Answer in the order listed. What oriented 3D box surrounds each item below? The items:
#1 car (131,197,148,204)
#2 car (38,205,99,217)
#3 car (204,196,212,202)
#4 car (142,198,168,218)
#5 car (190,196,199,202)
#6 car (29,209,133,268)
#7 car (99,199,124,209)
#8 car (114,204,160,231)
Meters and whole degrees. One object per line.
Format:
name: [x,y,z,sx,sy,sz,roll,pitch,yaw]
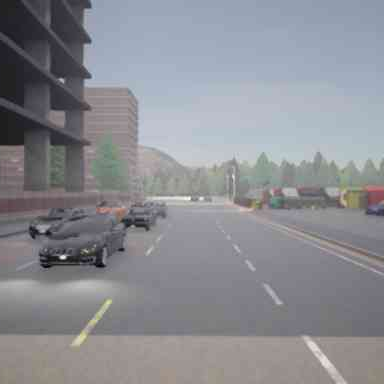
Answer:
car: [-6.669,1.301,43.357,2.097,1.767,4.553,0,0,0]
car: [-6.969,1.577,17.994,2.128,1.511,4.902,0,0,0]
car: [4.171,1.804,86.240,2.128,1.511,4.902,0,0,0]
car: [-3.343,1.658,31.922,2.128,1.511,4.902,0,0,1]
car: [0.671,1.716,86.244,2.097,1.767,4.553,0,0,0]
car: [-3.520,1.556,11.548,1.837,1.490,4.892,0,0,0]
car: [-6.881,1.494,28.011,2.097,1.767,4.553,0,0,1]
car: [-3.437,1.710,21.670,1.895,1.301,4.718,0,0,1]
